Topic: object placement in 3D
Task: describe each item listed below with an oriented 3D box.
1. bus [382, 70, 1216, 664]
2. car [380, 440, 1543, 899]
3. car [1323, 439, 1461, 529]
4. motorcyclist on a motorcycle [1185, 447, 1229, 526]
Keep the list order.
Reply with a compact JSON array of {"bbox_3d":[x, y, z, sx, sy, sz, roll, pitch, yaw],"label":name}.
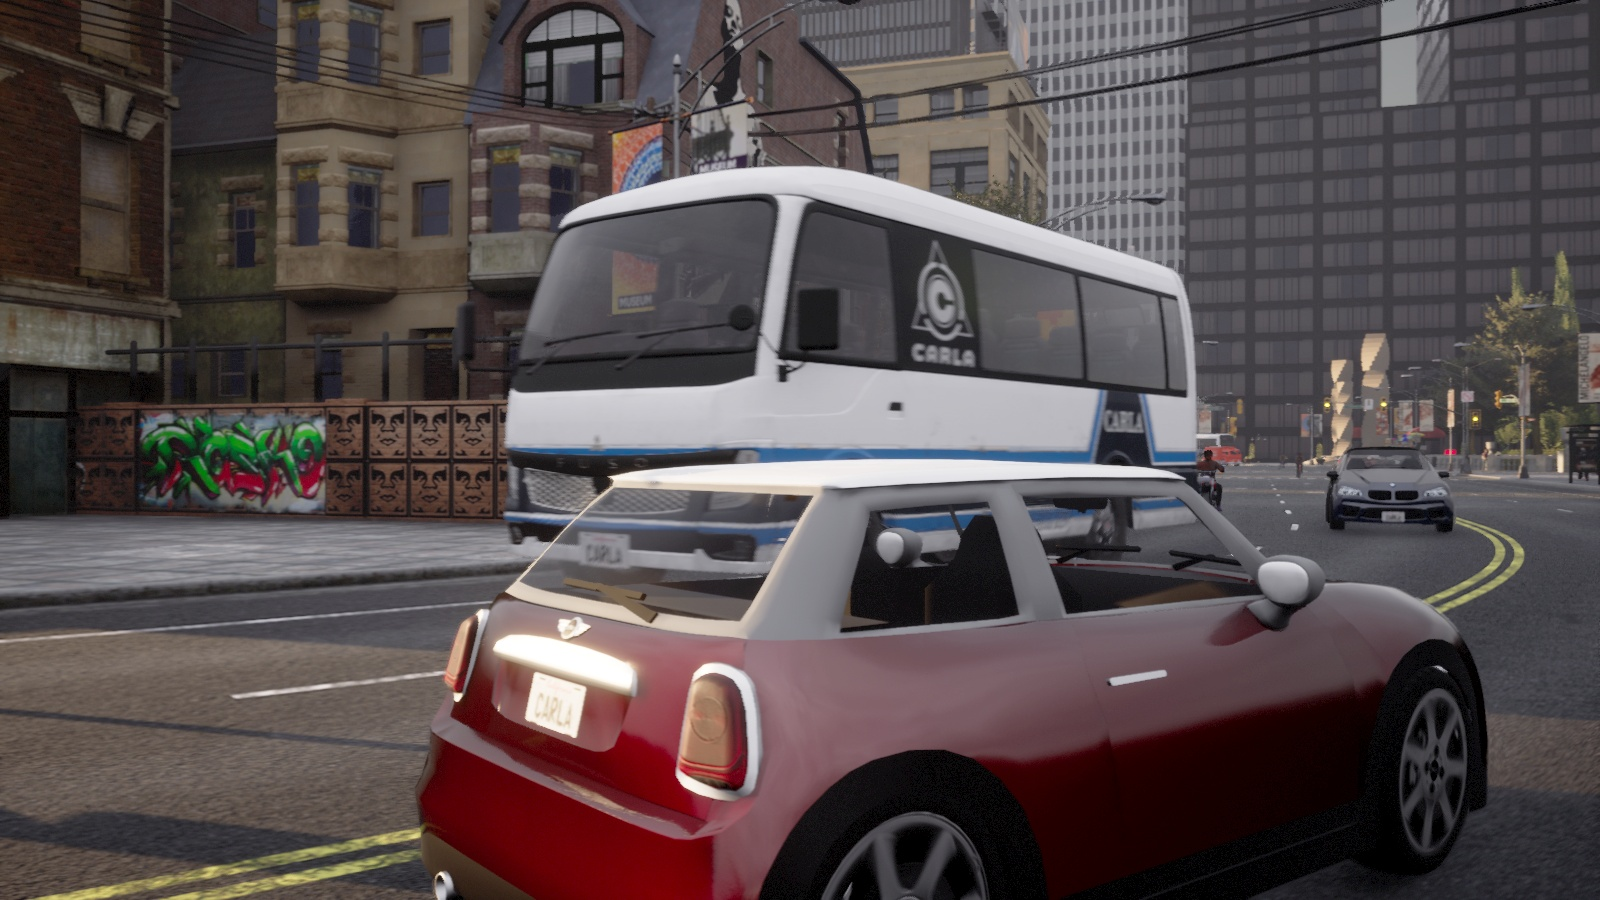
[{"bbox_3d":[0.924,-0.589,14.245,3.944,4.253,10.273,0,0,38],"label":"bus"},{"bbox_3d":[0.759,0.722,4.429,3.806,1.475,1.970,0,0,-38],"label":"car"},{"bbox_3d":[11.978,0.638,25.688,2.242,1.667,4.611,0,0,21],"label":"car"},{"bbox_3d":[8.919,0.758,27.463,0.766,1.649,2.350,0,0,21],"label":"motorcyclist on a motorcycle"}]
